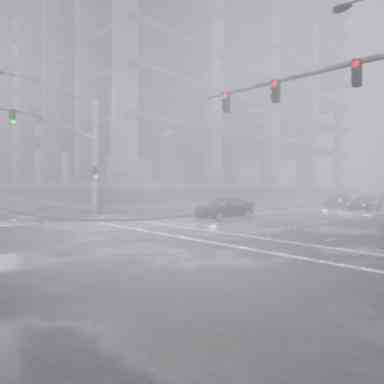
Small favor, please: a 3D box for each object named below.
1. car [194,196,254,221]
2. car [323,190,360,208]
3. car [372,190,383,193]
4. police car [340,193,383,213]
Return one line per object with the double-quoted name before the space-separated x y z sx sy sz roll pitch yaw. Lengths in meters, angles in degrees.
"car" 2.294 1.097 23.183 5.008 1.535 1.882 -1 2 -44
"car" 16.370 0.882 36.925 4.553 1.767 2.097 0 1 -44
"car" 27.855 0.709 48.022 4.718 1.301 1.895 0 1 -44
"police car" 16.628 1.121 32.160 4.974 1.542 2.038 0 1 -44
